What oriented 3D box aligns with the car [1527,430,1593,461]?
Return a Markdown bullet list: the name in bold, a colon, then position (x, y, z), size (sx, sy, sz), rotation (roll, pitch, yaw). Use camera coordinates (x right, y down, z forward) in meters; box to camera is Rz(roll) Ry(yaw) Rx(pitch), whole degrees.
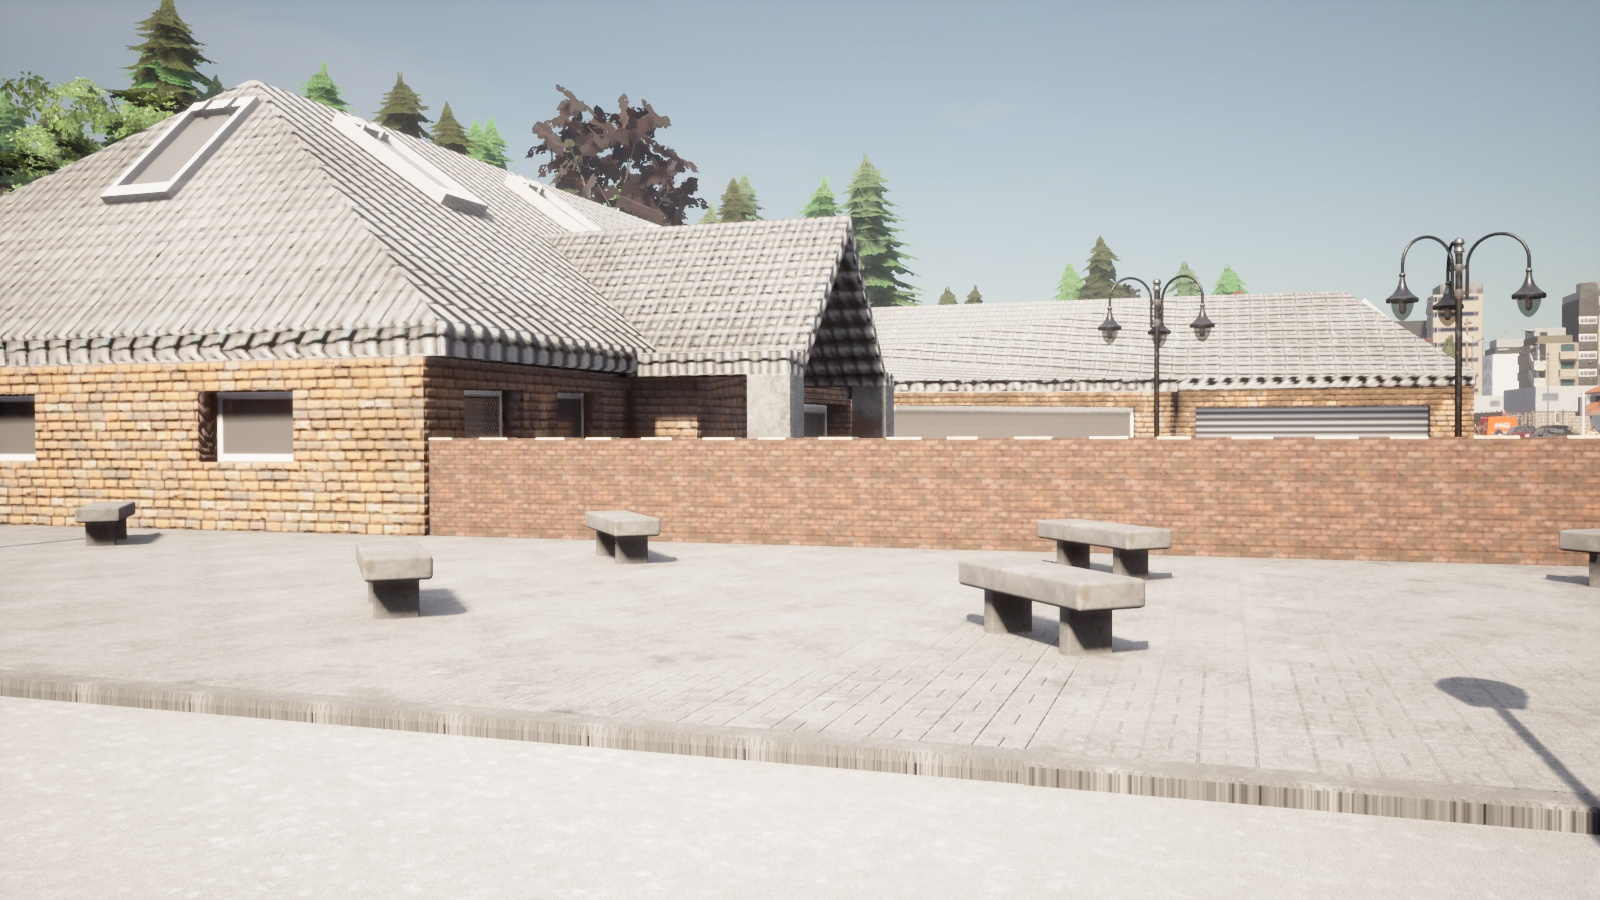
- **car**: position (42.404, -0.295, 70.187), size (2.242, 1.667, 4.611), rotation (1, 1, 19)
